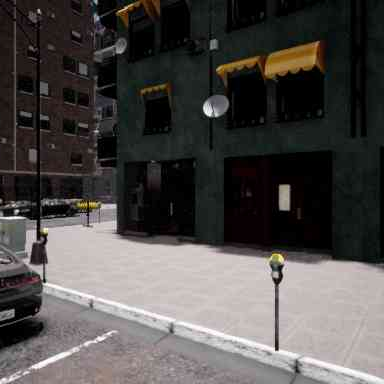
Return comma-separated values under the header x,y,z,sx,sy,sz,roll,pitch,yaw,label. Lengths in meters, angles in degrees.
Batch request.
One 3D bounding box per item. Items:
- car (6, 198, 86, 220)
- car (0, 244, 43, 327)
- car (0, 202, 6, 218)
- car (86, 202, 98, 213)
x,y,z,sx,sy,sz,roll,pitch,yaw,label
-11.135,1.273,25.687,2.128,1.511,4.902,0,1,35,car
-4.472,1.551,6.082,4.403,1.369,2.008,0,0,36,car
-13.987,1.350,26.115,2.008,1.369,4.403,1,1,35,car
-10.887,1.250,30.533,1.752,1.417,4.829,1,1,35,car
